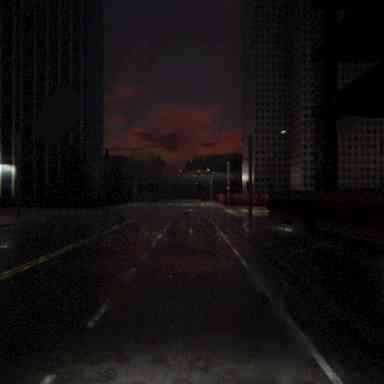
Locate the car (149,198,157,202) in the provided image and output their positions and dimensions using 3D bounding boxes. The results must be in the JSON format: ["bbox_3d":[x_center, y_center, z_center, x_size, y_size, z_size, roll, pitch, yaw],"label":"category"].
[{"bbox_3d":[-10.569,2.302,90.286,1.882,1.535,5.008,0,-1,0],"label":"car"}]

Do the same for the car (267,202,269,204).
[{"bbox_3d":[11.576,1.429,38.668,5.566,2.045,2.150,0,-1,0],"label":"car"}]

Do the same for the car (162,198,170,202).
[{"bbox_3d":[-7.069,2.302,90.289,1.882,1.535,5.008,0,-1,0],"label":"car"}]
